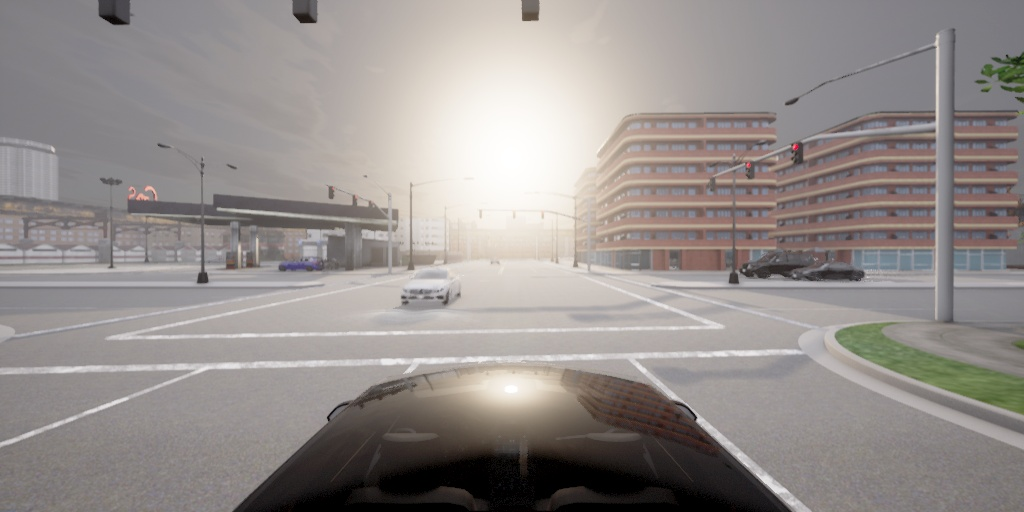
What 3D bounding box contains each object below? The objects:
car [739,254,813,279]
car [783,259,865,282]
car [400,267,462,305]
[{"bbox_3d":[22.078,0.850,29.792,5.566,2.045,2.150,0,0,1],"label":"car"},{"bbox_3d":[23.063,1.170,26.274,4.674,1.442,1.812,0,0,0],"label":"car"},{"bbox_3d":[-3.368,1.235,15.695,1.812,1.442,4.674,0,0,1],"label":"car"}]
